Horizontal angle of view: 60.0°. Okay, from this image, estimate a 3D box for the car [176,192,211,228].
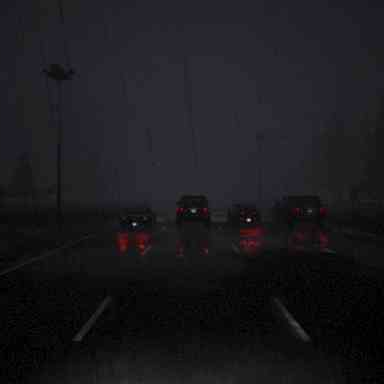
[{"bbox_3d":[0.097,1.231,22.615,2.150,2.045,5.566,0,0,0],"label":"car"}]

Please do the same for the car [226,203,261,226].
[{"bbox_3d":[3.597,1.515,23.501,1.837,1.490,4.892,0,0,0],"label":"car"}]

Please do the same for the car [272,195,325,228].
[{"bbox_3d":[7.096,1.231,22.663,2.150,2.045,5.566,0,0,0],"label":"car"}]

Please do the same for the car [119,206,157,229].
[{"bbox_3d":[-3.403,1.610,21.956,1.895,1.301,4.718,0,0,0],"label":"car"}]
